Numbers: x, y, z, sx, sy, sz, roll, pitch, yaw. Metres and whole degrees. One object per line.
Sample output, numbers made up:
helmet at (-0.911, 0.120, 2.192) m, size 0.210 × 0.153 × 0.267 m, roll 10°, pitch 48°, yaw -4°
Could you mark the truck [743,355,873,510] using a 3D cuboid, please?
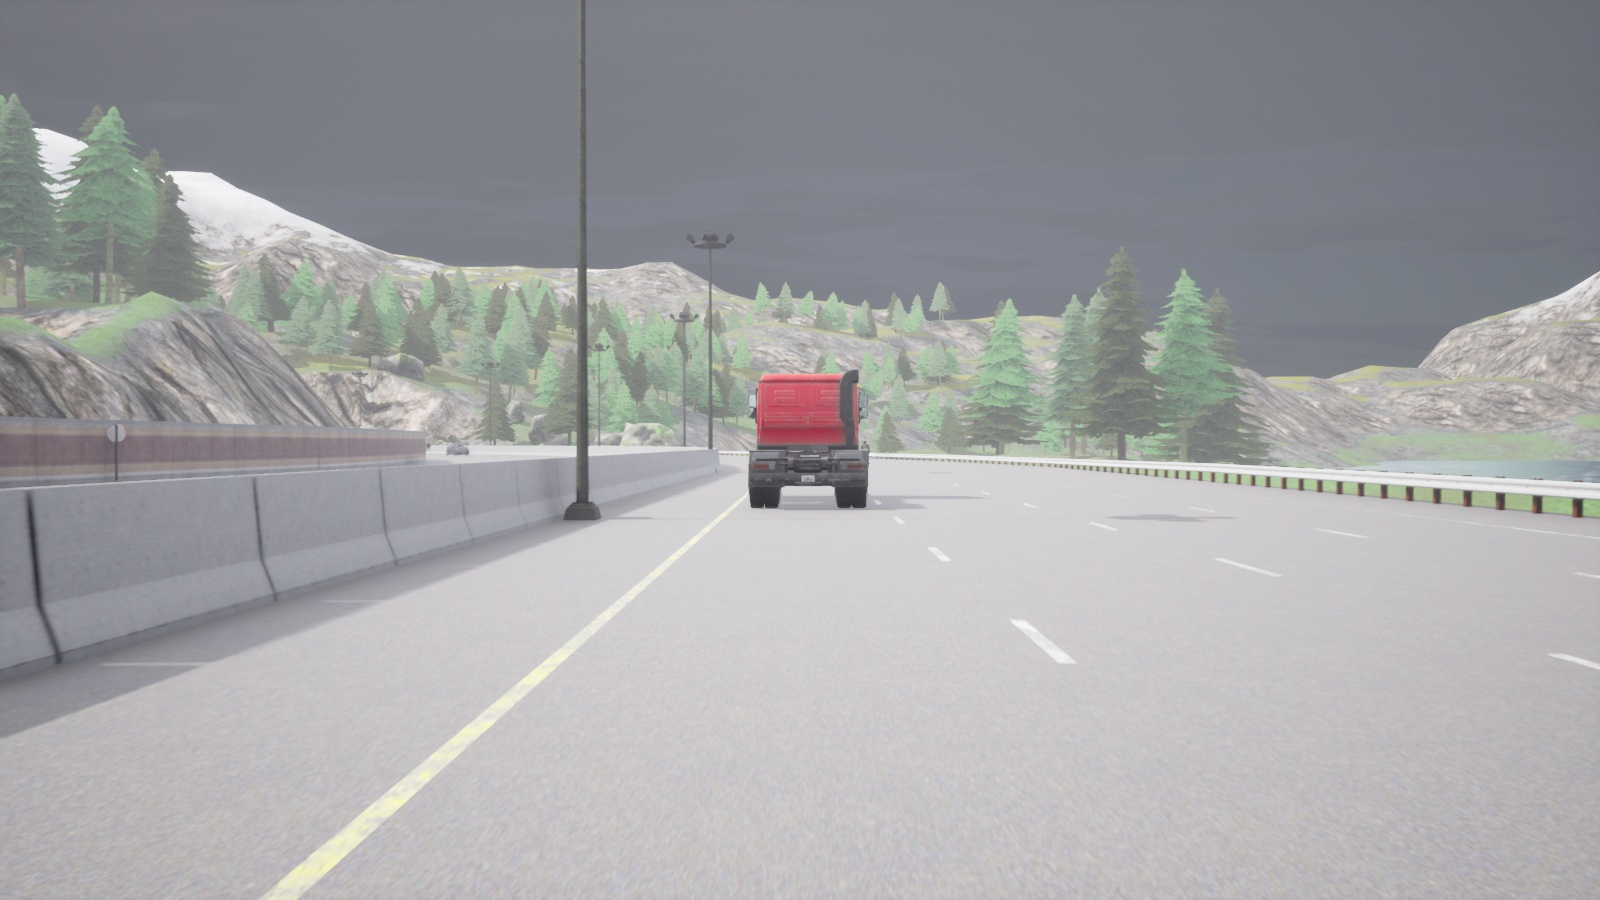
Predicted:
truck at (0.199, -0.416, 31.990) m, size 2.891 × 3.462 × 7.936 m, roll 0°, pitch 0°, yaw 0°
